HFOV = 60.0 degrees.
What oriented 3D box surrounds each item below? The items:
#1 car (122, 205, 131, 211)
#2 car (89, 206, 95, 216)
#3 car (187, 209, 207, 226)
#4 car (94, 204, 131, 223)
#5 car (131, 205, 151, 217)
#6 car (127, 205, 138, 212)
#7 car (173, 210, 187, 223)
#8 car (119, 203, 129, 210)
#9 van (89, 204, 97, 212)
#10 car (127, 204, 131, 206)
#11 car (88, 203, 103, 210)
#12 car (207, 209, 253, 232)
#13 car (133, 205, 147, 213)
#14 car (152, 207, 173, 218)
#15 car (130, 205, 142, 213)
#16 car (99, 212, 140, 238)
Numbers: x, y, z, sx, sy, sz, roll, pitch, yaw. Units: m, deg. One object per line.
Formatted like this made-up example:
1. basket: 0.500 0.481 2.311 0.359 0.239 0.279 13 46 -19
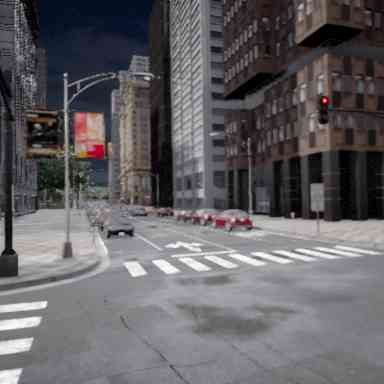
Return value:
1. car: -17.273 4.142 87.648 1.752 1.417 4.829 -1 -1 -18
2. car: -15.214 3.315 53.917 1.802 1.307 4.206 -1 -1 -18
3. car: 1.311 2.249 30.792 1.967 1.590 4.097 -1 -1 -18
4. car: -6.795 2.237 28.147 2.192 1.841 5.009 -1 -1 -18
5. car: -7.890 3.044 50.164 1.994 1.385 4.181 -1 -1 -17
6. car: -13.851 3.824 77.177 1.887 1.381 4.507 -1 -1 -18
7. car: -0.370 2.552 35.943 1.802 1.307 4.206 -1 -1 -18
8. car: -18.910 4.092 92.645 2.192 1.841 5.009 -1 -1 -18
9. van: -25.331 4.066 84.853 1.690 1.788 3.998 -1 -1 -18
10. car: -10.989 3.326 59.544 2.033 1.411 5.357 -1 -1 -18
11. car: -16.906 3.212 59.078 2.192 1.841 5.009 -1 -1 -18
12. car: 2.996 2.088 25.638 1.967 1.590 4.097 -1 -1 -18
13. car: -10.483 3.388 66.871 1.967 1.590 4.097 -1 -1 -18
14. car: -3.741 2.838 46.252 1.887 1.381 4.507 -1 -1 -18
15. car: -12.168 3.554 72.026 1.967 1.590 4.097 -1 -1 -18
16. car: -5.103 2.327 22.986 1.947 1.339 4.313 -1 -1 -18
